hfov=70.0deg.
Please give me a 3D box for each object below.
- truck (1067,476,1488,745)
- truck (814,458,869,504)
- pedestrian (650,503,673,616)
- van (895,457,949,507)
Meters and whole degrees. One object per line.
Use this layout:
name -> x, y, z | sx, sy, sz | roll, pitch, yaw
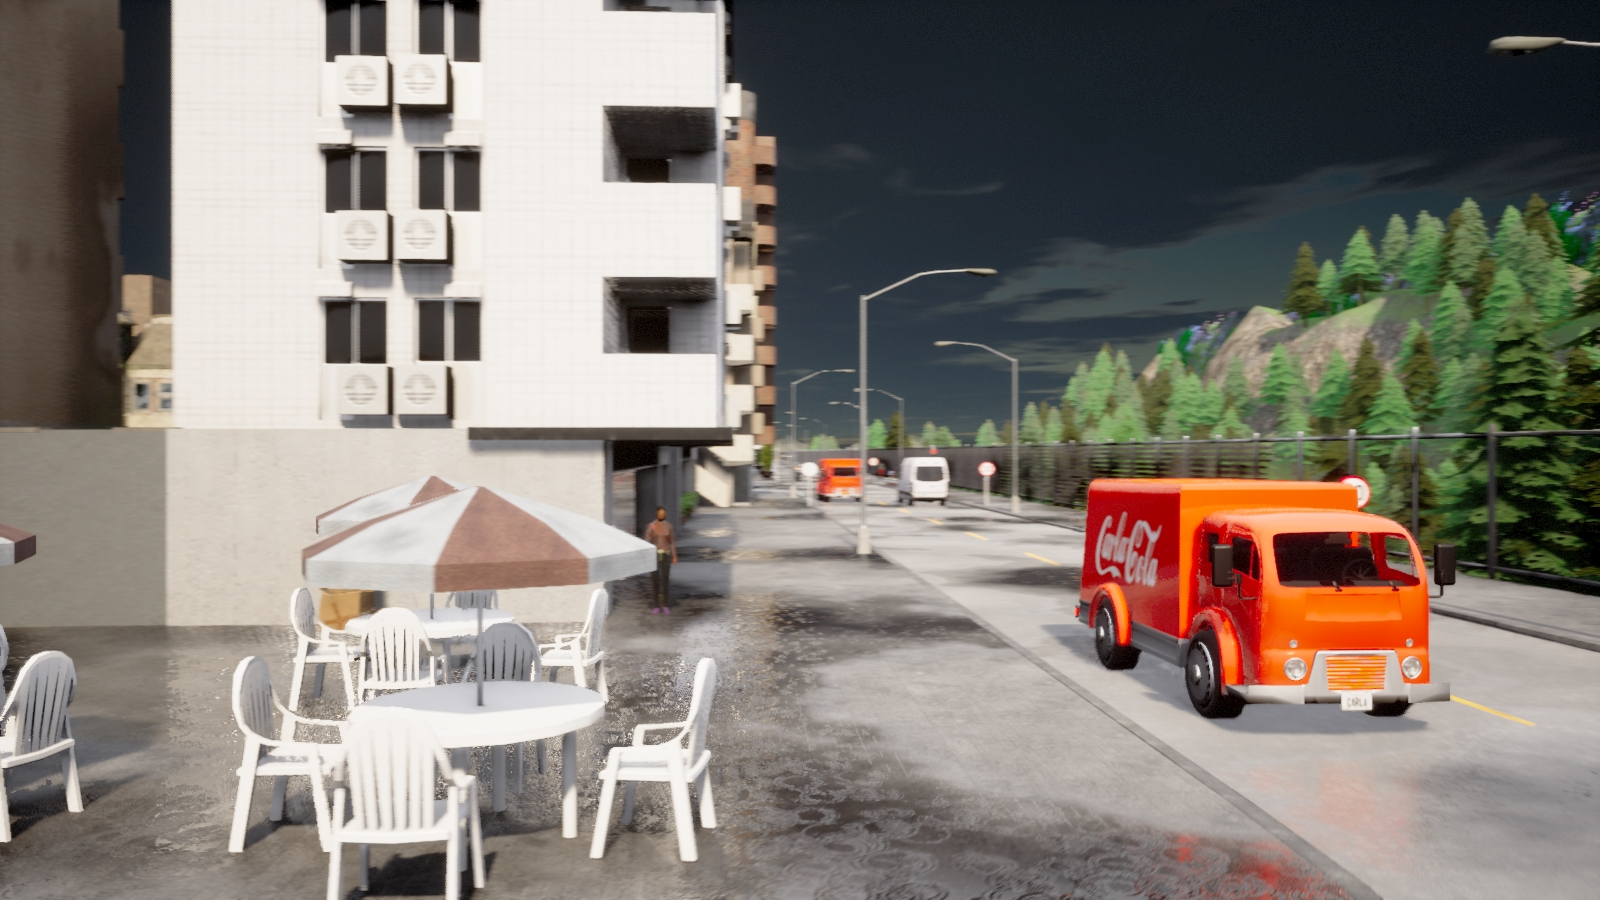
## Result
truck -> 5.222, 1.595, 13.609 | 2.627, 2.467, 5.204 | 0, 0, -3
truck -> 2.321, 1.725, 65.166 | 2.627, 2.467, 5.204 | 0, 0, -4
pedestrian -> -2.342, 1.841, 19.262 | 0.375, 1.860, 0.375 | 0, 0, -7
van -> 6.552, 1.679, 61.861 | 1.988, 2.561, 5.915 | 0, 0, -3
